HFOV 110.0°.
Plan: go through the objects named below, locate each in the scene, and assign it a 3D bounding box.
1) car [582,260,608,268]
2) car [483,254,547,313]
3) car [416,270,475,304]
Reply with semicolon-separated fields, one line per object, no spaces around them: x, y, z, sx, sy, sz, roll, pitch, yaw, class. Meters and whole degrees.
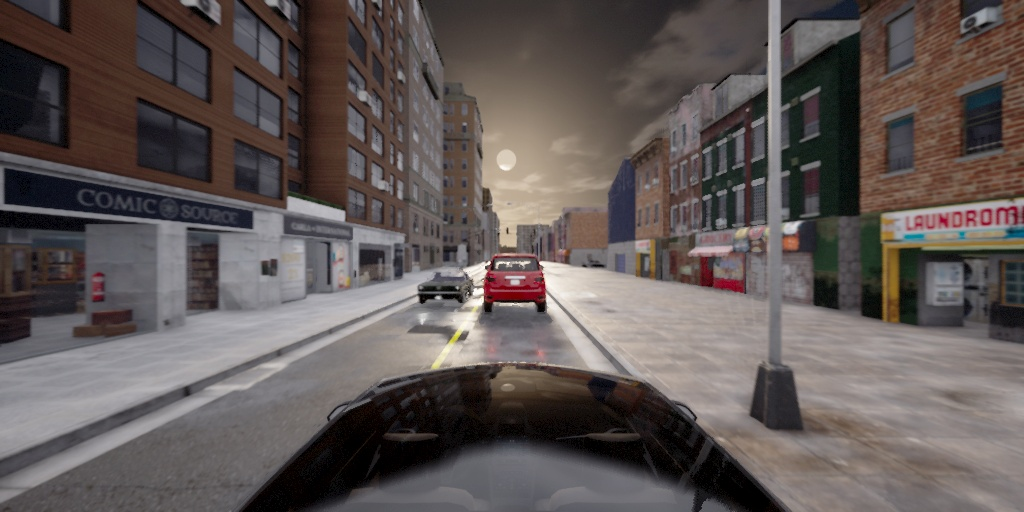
13.206;1.328;56.928;4.313;1.339;1.948;0;0;0;car
0.097;0.942;14.052;2.150;2.045;5.566;0;0;0;car
-2.851;1.320;16.182;1.895;1.301;4.718;0;0;0;car
